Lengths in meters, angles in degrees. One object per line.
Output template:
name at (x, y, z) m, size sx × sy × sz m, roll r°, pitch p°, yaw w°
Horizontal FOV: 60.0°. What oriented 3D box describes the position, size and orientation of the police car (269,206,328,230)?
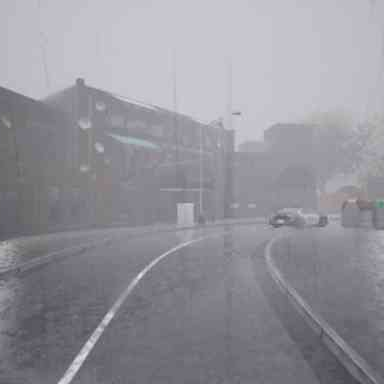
police car at (7.366, 1.719, 22.543) m, size 4.974 × 1.542 × 2.038 m, roll 2°, pitch -2°, yaw -42°
